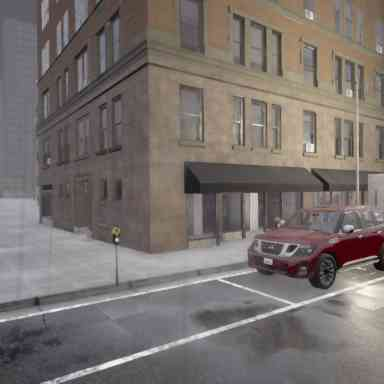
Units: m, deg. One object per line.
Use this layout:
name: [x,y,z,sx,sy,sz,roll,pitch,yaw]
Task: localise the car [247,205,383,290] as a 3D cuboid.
car: [3.829,1.313,9.286,5.009,1.841,2.192,0,-1,-36]
